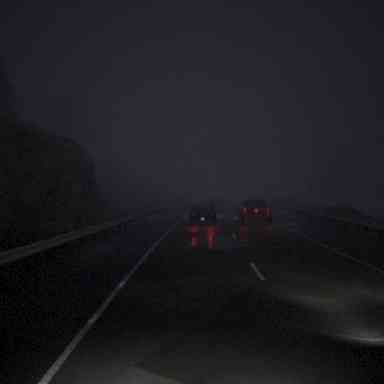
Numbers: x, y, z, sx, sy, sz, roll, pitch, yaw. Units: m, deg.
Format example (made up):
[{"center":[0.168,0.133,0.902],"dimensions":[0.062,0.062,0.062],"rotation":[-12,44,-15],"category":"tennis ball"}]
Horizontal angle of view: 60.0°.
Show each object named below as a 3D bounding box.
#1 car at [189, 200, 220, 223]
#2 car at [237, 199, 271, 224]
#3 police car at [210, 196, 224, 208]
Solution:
[{"center":[0.949,1.539,24.994],"dimensions":[1.895,1.301,4.718],"rotation":[0,0,5],"category":"car"},{"center":[4.533,1.291,24.671],"dimensions":[2.097,1.767,4.553],"rotation":[0,0,4],"category":"car"},{"center":[3.499,1.309,47.002],"dimensions":[1.930,1.638,5.238],"rotation":[0,0,9],"category":"police car"}]
